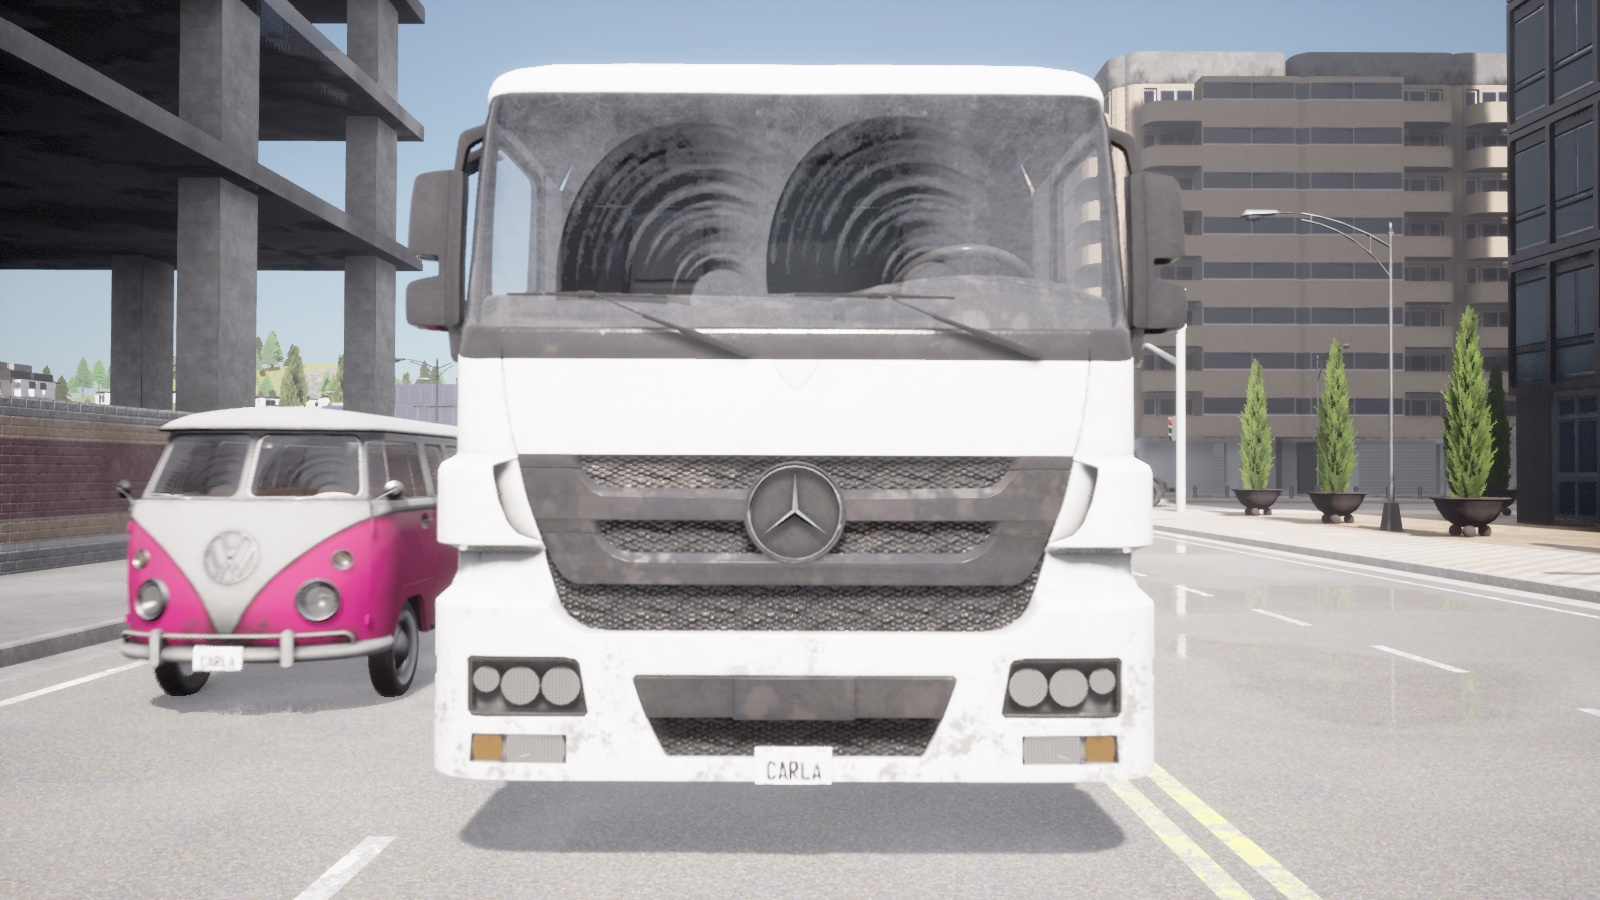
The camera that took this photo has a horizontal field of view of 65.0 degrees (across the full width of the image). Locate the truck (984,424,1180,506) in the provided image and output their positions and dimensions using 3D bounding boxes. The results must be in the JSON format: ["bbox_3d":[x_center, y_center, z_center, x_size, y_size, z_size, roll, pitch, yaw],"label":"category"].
[{"bbox_3d":[12.414,0.674,55.749,7.936,3.462,2.891,-1,-1,-2],"label":"truck"}]

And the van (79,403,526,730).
[{"bbox_3d":[-3.527,0.747,9.910,1.775,1.987,4.442,0,-1,0],"label":"van"}]

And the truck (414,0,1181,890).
[{"bbox_3d":[-0.027,-0.023,8.725,2.891,3.462,7.936,0,-1,0],"label":"truck"}]
